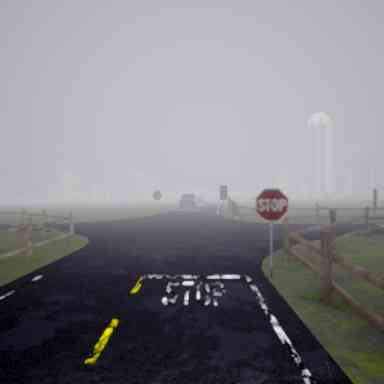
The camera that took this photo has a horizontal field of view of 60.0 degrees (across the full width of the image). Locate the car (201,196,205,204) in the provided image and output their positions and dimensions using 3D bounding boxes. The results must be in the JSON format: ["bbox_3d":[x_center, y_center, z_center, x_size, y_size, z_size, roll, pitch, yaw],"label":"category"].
[{"bbox_3d":[1.336,1.462,62.741,2.128,1.511,4.902,0,1,8],"label":"car"}]

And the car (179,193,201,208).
[{"bbox_3d":[-0.447,1.209,47.301,2.150,2.045,5.566,0,0,6],"label":"car"}]
